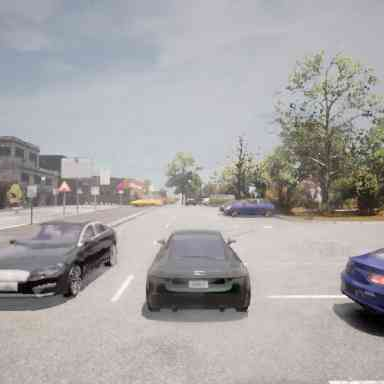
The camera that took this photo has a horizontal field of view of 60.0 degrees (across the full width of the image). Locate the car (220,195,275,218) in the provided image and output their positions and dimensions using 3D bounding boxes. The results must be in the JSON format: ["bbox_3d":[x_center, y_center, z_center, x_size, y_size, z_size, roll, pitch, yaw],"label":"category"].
[{"bbox_3d":[5.125,1.382,30.167,4.553,1.767,2.185,0,0,0],"label":"car"}]

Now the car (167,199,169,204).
[{"bbox_3d":[-7.446,1.706,66.824,5.566,2.045,2.435,0,-2,-1],"label":"car"}]

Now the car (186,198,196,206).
[{"bbox_3d":[-0.177,1.946,64.671,1.812,1.442,4.674,0,-1,-1],"label":"car"}]

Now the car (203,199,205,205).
[{"bbox_3d":[5.070,1.722,56.926,5.366,1.575,1.946,0,-1,0],"label":"car"}]

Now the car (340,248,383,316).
[{"bbox_3d":[5.084,1.525,5.831,4.674,1.452,2.002,0,0,0],"label":"car"}]

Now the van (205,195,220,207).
[{"bbox_3d":[4.791,1.448,54.134,4.442,1.987,1.878,0,-1,0],"label":"van"}]

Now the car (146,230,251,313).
[{"bbox_3d":[0.109,1.571,7.782,1.994,1.385,4.181,0,0,0],"label":"car"}]

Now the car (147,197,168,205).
[{"bbox_3d":[-7.521,2.016,72.771,4.553,1.767,2.185,0,-2,-1],"label":"car"}]

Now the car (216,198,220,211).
[{"bbox_3d":[5.053,1.552,33.337,4.674,1.452,2.002,0,0,0],"label":"car"}]

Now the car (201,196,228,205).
[{"bbox_3d":[4.714,1.831,70.765,5.566,2.045,2.435,0,-2,-1],"label":"car"}]

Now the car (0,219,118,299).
[{"bbox_3d":[-3.325,1.499,8.648,2.128,1.511,4.902,0,0,2],"label":"car"}]

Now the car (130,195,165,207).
[{"bbox_3d":[-7.550,1.678,54.673,5.366,1.575,1.946,0,-1,0],"label":"car"}]

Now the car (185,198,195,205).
[{"bbox_3d":[-0.369,2.203,74.544,1.882,1.535,5.008,0,-2,2],"label":"car"}]

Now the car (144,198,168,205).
[{"bbox_3d":[-7.508,2.047,69.732,5.008,1.535,2.097,0,-2,-1],"label":"car"}]
